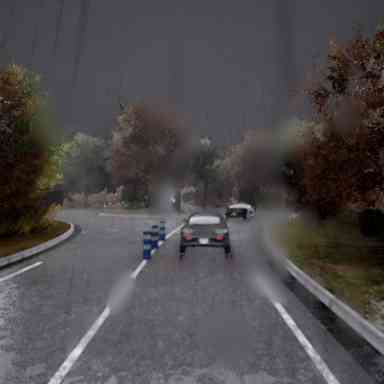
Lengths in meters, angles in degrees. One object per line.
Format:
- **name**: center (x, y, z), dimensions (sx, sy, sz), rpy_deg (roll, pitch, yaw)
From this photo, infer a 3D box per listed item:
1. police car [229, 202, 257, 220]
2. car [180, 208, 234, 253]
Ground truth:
- **police car**: center (4.789, 1.758, 31.612), dimensions (1.930, 1.638, 5.238), rpy_deg (-1, -1, 25)
- **car**: center (0.566, 1.518, 13.529), dimensions (1.812, 1.442, 4.674), rpy_deg (0, -1, 4)
